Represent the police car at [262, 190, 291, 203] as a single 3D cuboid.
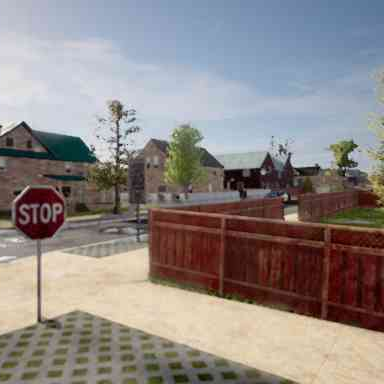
[{"bbox_3d":[9.491,0.606,37.725,2.038,1.542,4.974,-1,1,36],"label":"police car"}]
